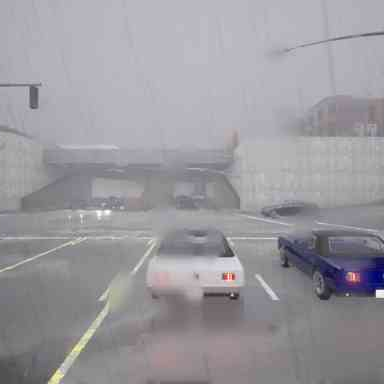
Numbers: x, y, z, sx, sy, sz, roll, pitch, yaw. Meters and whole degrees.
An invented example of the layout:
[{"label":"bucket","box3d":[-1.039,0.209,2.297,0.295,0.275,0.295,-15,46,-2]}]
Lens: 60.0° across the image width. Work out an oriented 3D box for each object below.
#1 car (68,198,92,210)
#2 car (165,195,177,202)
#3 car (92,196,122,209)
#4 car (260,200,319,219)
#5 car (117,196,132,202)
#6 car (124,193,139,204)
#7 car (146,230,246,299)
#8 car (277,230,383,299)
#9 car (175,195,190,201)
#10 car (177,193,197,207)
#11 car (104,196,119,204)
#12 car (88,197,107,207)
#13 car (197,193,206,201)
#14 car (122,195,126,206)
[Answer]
[{"label":"car","box3d":[-14.783,1.526,44.111,1.812,1.442,4.674,0,0,-2]},{"label":"car","box3d":[-4.774,1.355,75.589,2.097,1.767,4.553,0,0,6]},{"label":"car","box3d":[-11.293,1.491,44.548,2.128,1.511,4.902,0,0,-1]},{"label":"car","box3d":[8.347,1.461,28.619,4.902,1.511,2.128,-2,0,3]},{"label":"car","box3d":[-15.293,1.538,75.483,2.033,1.411,5.357,0,0,2]},{"label":"car","box3d":[-11.742,1.221,64.892,2.150,2.045,5.566,0,0,-1]},{"label":"car","box3d":[0.078,1.601,8.380,1.895,1.301,4.718,0,0,0]},{"label":"car","box3d":[3.578,1.601,8.391,1.895,1.301,4.718,0,0,0]},{"label":"car","box3d":[-2.423,1.478,85.456,1.882,1.535,5.008,0,0,24]},{"label":"car","box3d":[-0.769,1.352,50.983,2.097,1.767,4.553,0,0,-1]},{"label":"car","box3d":[-15.216,1.526,63.313,1.812,1.442,4.674,0,0,-1]},{"label":"car","box3d":[-15.004,1.526,53.159,1.812,1.442,4.674,0,0,-1]},{"label":"car","box3d":[1.568,1.225,85.867,2.150,2.045,5.566,0,0,28]},{"label":"car","box3d":[-11.530,1.547,54.185,2.033,1.411,5.357,0,0,-1]}]
